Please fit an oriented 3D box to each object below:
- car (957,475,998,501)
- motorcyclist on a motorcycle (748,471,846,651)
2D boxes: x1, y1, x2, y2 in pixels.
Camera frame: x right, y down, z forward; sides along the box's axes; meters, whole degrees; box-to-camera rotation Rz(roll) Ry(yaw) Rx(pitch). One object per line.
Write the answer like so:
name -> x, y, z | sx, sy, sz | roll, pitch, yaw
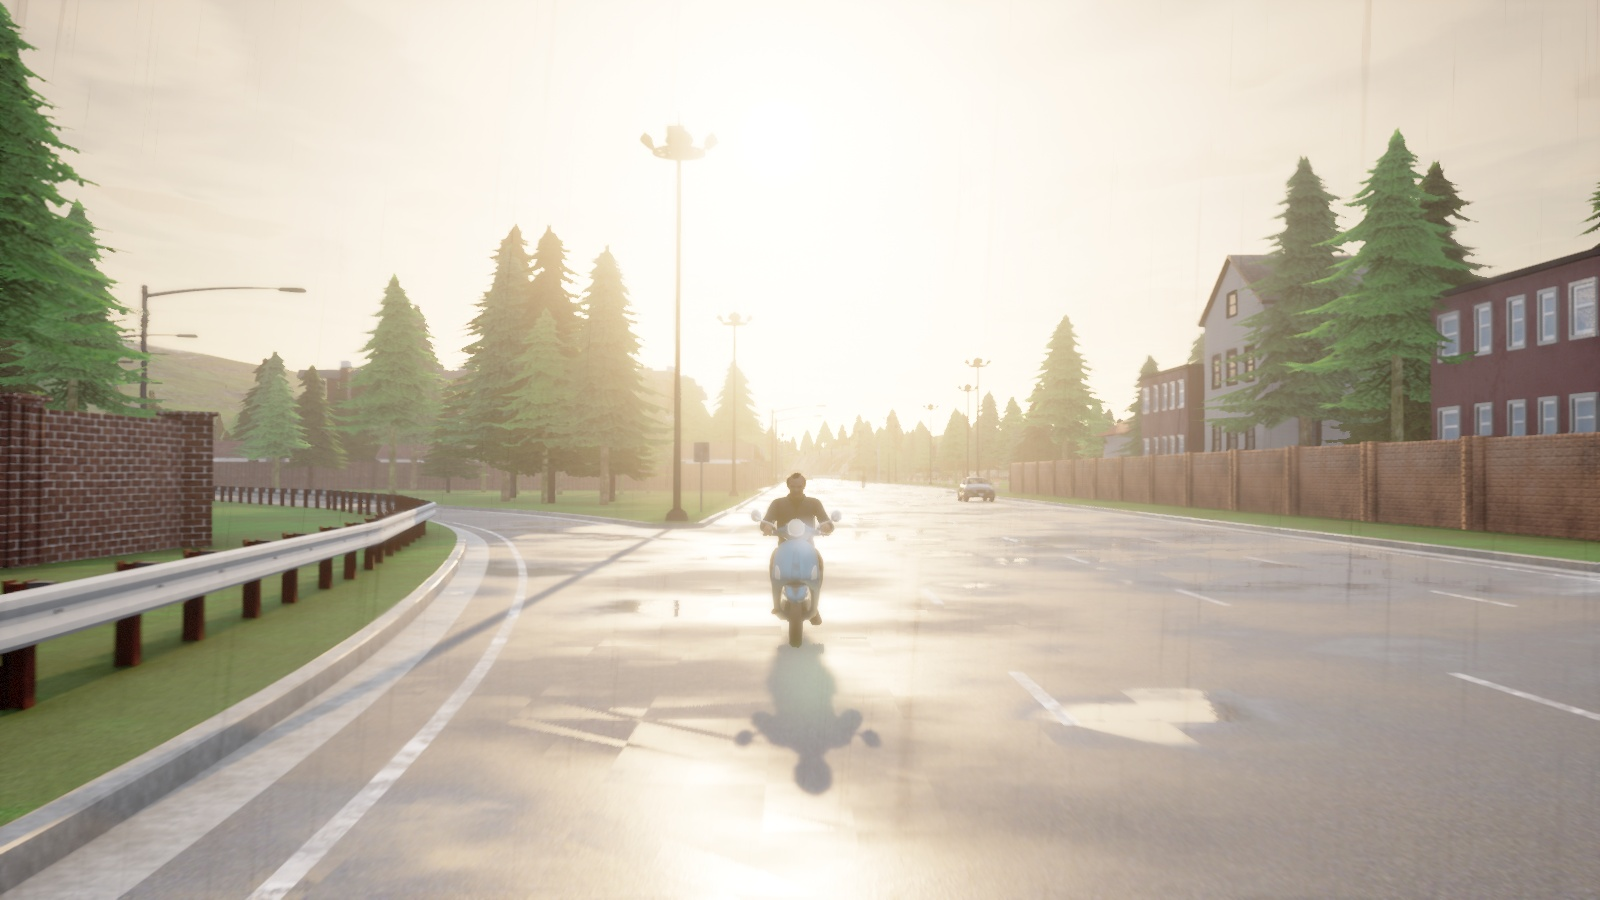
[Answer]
car -> 10.477, 2.249, 74.401 | 1.816, 1.474, 4.193 | 0, -1, 0
motorcyclist on a motorcycle -> -0.030, 1.009, 12.044 | 0.866, 1.590, 1.817 | 0, -1, 0
